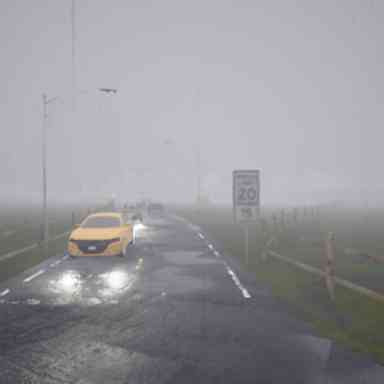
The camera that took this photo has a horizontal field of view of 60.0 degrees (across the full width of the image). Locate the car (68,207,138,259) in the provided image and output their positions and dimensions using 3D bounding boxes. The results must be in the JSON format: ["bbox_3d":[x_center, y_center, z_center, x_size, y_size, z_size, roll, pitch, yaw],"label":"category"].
[{"bbox_3d":[-3.465,1.585,13.391,1.882,1.535,5.008,0,0,-4],"label":"car"}]

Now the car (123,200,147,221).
[{"bbox_3d":[-5.172,1.702,28.737,2.128,1.511,4.902,0,0,-9],"label":"car"}]

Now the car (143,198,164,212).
[{"bbox_3d":[-4.805,1.758,42.725,1.882,1.535,5.008,0,0,-13],"label":"car"}]

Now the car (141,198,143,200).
[{"bbox_3d":[-7.299,1.805,40.698,1.812,1.442,4.674,0,0,-12],"label":"car"}]
